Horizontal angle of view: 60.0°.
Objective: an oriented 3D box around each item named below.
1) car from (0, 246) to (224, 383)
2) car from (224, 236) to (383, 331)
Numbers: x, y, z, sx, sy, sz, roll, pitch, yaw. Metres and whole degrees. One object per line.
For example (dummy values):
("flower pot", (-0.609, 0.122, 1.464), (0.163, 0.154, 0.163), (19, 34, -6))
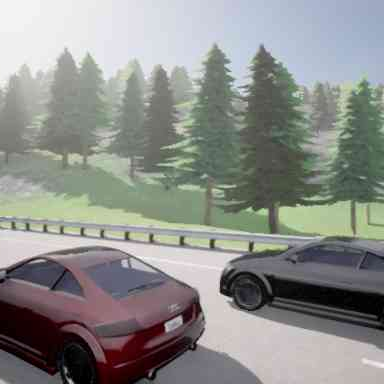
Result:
("car", (-1.871, 1.557, 5.142), (4.181, 1.385, 1.994), (0, 0, 34))
("car", (2.618, 1.550, 6.302), (4.181, 1.385, 1.994), (0, 0, 35))
